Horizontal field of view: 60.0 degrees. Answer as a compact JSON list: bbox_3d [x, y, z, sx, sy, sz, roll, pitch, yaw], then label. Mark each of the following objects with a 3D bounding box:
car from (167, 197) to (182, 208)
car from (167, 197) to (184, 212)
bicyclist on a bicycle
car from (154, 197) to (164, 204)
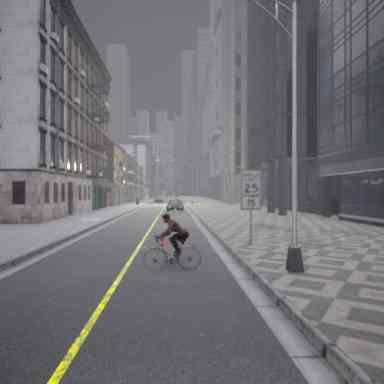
[{"bbox_3d":[-2.567,1.507,49.351,2.128,1.511,4.902,0,0,-2],"label":"car"},{"bbox_3d":[-1.921,1.608,38.019,1.895,1.301,4.718,0,0,-3],"label":"car"},{"bbox_3d":[-0.558,1.437,9.406,1.656,1.620,0.582,-1,0,-3],"label":"bicyclist on a bicycle"},{"bbox_3d":[-6.534,1.638,65.909,1.895,1.301,4.718,0,0,-3],"label":"car"}]
